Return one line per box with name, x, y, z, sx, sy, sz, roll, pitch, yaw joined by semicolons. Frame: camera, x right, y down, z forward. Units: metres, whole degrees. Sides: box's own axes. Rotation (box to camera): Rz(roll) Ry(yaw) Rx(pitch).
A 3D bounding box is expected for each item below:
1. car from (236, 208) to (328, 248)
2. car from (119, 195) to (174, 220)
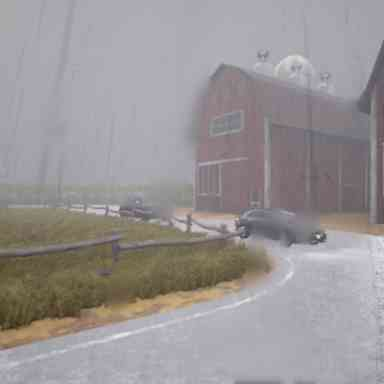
car;3.924;1.546;15.378;1.837;1.490;4.892;0;0;-27
car;-3.667;1.262;25.965;2.150;2.045;5.566;0;0;-38
